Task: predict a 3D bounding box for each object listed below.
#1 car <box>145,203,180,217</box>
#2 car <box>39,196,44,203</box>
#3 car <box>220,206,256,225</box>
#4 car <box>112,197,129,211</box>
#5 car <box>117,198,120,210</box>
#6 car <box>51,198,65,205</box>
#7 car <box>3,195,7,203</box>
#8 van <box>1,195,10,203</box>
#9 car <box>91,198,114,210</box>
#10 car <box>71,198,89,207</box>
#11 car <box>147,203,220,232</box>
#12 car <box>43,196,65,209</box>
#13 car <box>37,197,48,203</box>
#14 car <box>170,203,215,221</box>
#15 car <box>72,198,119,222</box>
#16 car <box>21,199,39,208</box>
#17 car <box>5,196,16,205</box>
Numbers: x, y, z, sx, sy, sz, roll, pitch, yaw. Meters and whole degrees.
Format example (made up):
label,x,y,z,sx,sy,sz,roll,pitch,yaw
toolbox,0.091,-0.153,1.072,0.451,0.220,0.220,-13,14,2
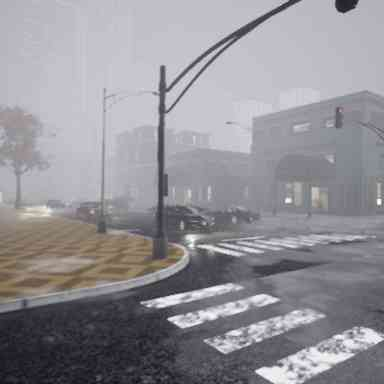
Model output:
label,x,y,z,sx,sy,sz,roll,pitch,yaw
car,-3.174,1.820,34.988,1.802,1.307,4.206,1,-1,-35
car,-35.531,1.823,81.478,2.192,1.841,5.009,1,-1,-35
car,3.069,1.737,25.977,2.008,1.369,4.403,1,-1,-35
car,-10.175,1.610,45.022,2.192,1.841,5.009,1,-1,-35
car,-9.343,1.626,33.515,1.882,1.535,5.008,1,-1,-35
car,-29.307,1.980,72.489,1.752,1.417,4.829,1,-1,-35
car,-42.323,1.891,76.563,1.752,1.417,4.829,1,-1,-35
van,-45.580,1.735,81.267,1.690,1.788,3.998,1,-1,-35
car,-13.364,1.761,49.565,1.967,1.590,4.097,1,-1,-35
car,-19.727,1.814,58.661,1.967,1.590,4.097,1,-1,-35
car,-0.680,1.581,20.995,1.837,1.490,4.892,1,-1,-35
car,-20.258,1.747,49.441,1.882,1.535,5.008,1,-1,-35
car,-38.694,2.087,86.038,2.008,1.369,4.403,1,-1,-35
car,-0.052,1.778,30.484,1.947,1.339,4.313,1,-1,-35
car,-7.755,1.511,26.437,1.967,1.590,4.097,1,-1,-35
car,-26.519,1.756,53.747,1.752,1.417,4.829,1,-1,-35
car,-36.098,1.878,67.576,1.947,1.339,4.313,1,-1,-35
